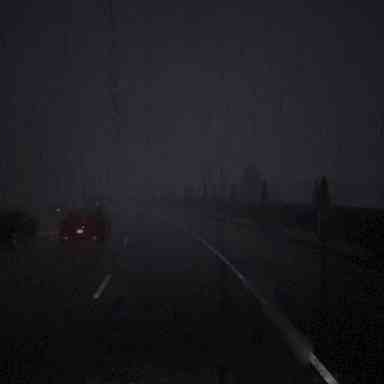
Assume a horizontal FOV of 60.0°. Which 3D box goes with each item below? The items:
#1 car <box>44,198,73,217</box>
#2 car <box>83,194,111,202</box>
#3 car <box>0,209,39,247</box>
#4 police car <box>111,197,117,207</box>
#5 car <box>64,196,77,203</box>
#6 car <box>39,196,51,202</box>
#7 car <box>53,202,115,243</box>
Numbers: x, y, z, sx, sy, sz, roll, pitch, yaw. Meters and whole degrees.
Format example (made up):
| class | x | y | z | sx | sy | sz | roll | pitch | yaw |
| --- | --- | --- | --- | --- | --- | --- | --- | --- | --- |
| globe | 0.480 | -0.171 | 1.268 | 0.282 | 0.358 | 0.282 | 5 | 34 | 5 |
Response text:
| class | x | y | z | sx | sy | sz | roll | pitch | yaw |
| --- | --- | --- | --- | --- | --- | --- | --- | --- | --- |
| car | -13.038 | 1.624 | 32.619 | 1.994 | 1.385 | 4.181 | 0 | 0 | -20 |
| car | -10.412 | 1.264 | 35.725 | 2.150 | 2.045 | 5.566 | 0 | 0 | -21 |
| car | -8.372 | 1.536 | 14.891 | 1.837 | 1.490 | 4.892 | 0 | 0 | -9 |
| police car | -13.540 | 1.472 | 53.100 | 1.930 | 1.638 | 5.238 | 0 | 0 | -30 |
| car | -24.737 | 1.513 | 67.025 | 1.994 | 1.385 | 4.181 | -1 | 0 | -41 |
| car | -34.475 | 1.634 | 78.310 | 1.895 | 1.301 | 4.718 | -1 | 0 | -41 |
| car | -5.068 | 1.495 | 16.316 | 1.882 | 1.535 | 5.008 | 0 | 0 | -9 |
